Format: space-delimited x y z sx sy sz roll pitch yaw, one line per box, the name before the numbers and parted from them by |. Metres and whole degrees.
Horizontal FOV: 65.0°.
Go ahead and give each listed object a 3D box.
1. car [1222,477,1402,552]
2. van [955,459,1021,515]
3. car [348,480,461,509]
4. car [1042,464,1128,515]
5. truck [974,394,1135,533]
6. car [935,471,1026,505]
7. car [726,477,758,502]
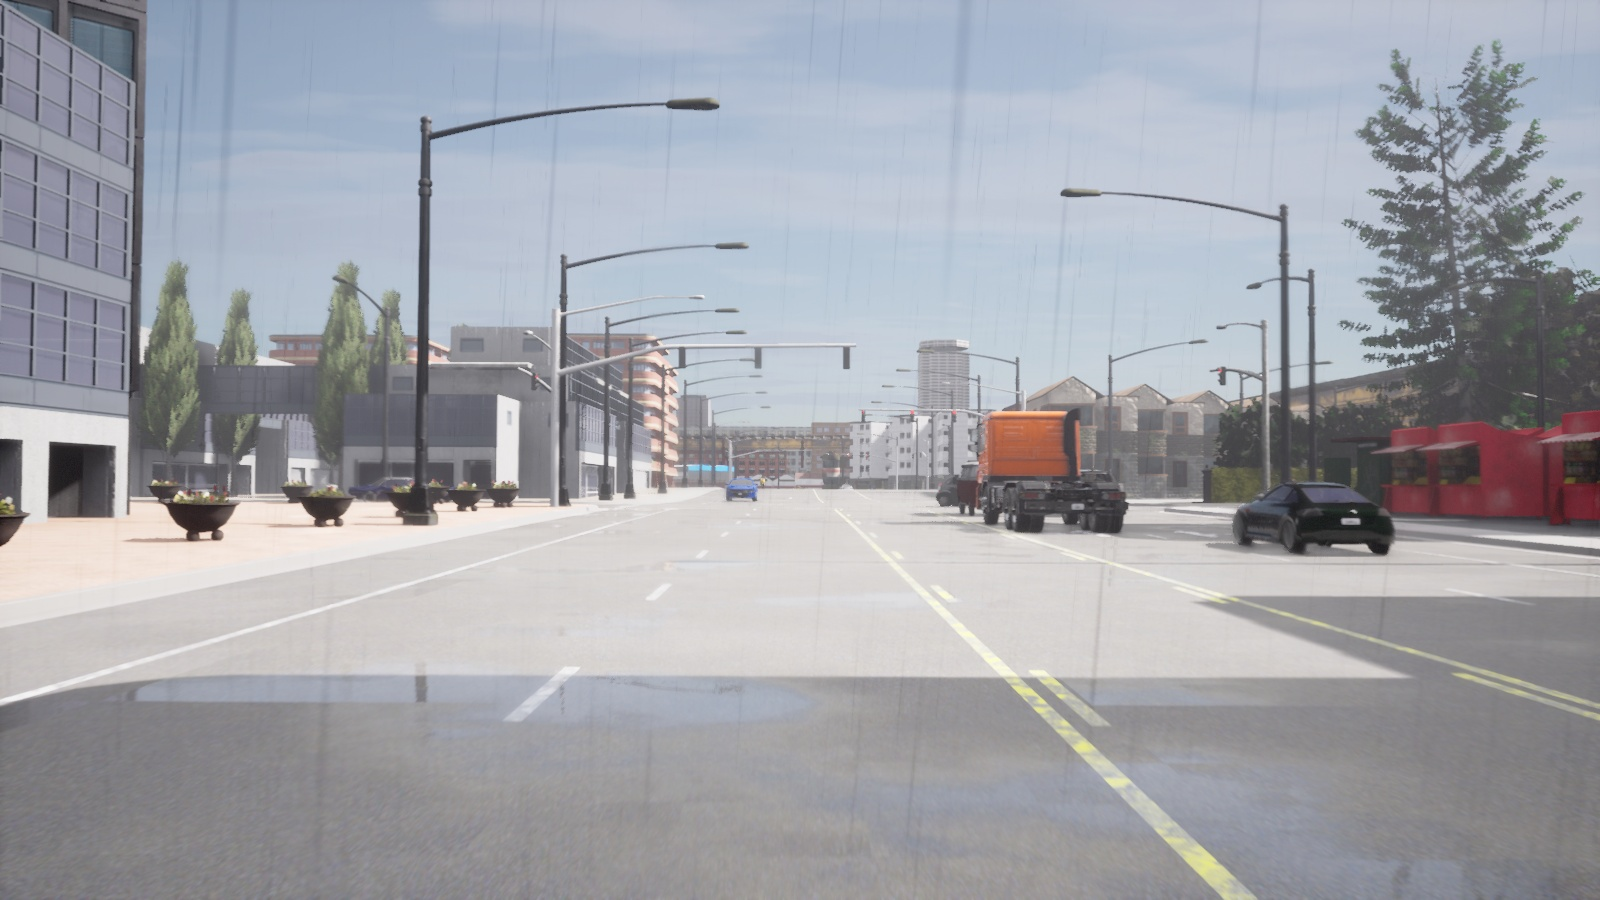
car | 10.438 1.270 25.952 1.994 1.385 4.181 0 -1 0
van | 6.888 1.347 46.452 1.775 1.987 4.442 0 -1 0
car | -18.503 2.086 58.917 4.718 1.301 1.895 0 -2 0
car | 10.389 1.429 46.119 2.097 1.767 4.553 0 -1 0
truck | 6.912 0.396 35.377 2.891 3.462 7.936 0 -1 0
car | 8.742 1.850 60.895 3.988 1.617 1.851 -1 -2 30
car | -3.691 2.542 80.516 1.882 1.535 5.008 0 -1 0
